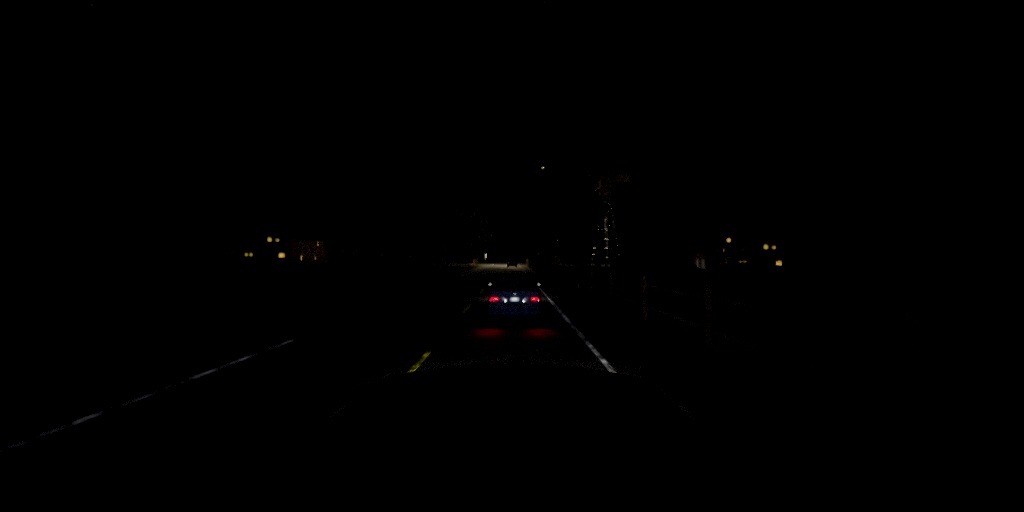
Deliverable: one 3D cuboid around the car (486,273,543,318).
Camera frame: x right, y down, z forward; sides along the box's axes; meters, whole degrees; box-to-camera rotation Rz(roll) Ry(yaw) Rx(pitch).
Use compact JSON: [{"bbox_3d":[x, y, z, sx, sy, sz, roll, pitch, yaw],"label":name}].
[{"bbox_3d":[0.088,1.329,13.046,2.033,1.411,5.357,0,0,0],"label":"car"}]
